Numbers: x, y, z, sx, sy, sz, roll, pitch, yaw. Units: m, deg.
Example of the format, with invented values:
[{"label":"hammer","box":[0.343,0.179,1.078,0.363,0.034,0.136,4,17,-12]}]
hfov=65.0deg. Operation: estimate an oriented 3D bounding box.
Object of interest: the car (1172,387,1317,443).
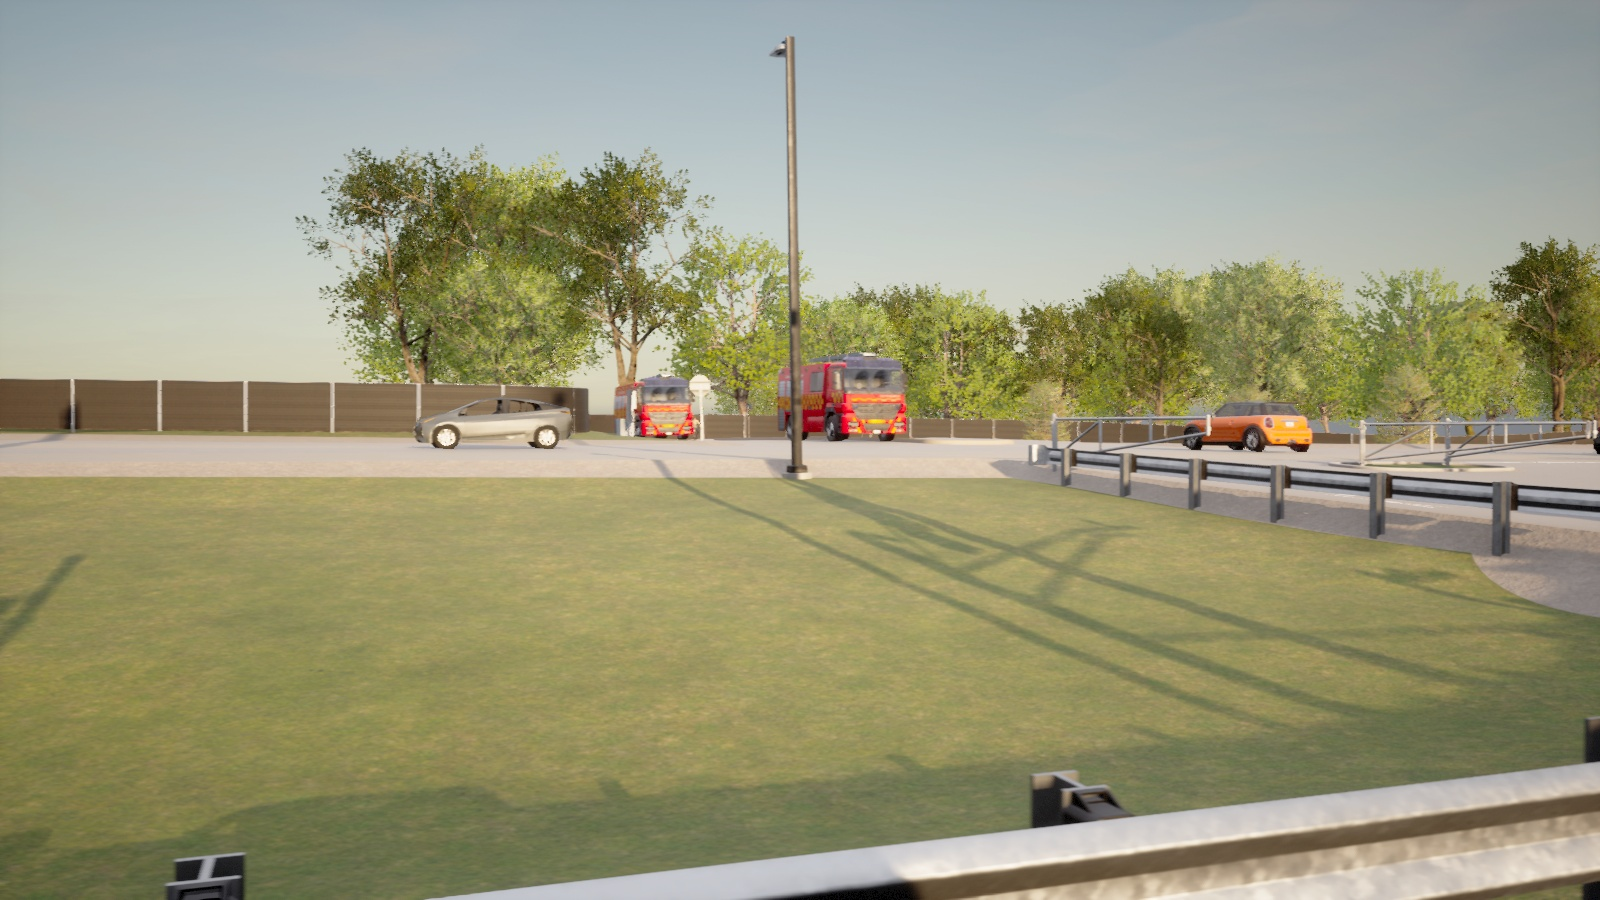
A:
[{"label":"car","box":[14.847,-1.155,42.224,2.097,1.767,4.553,-1,1,-21]}]

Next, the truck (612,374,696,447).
[{"label":"truck","box":[-8.516,-2.185,72.315,2.891,3.827,8.468,-2,1,-19]}]

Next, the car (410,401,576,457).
[{"label":"car","box":[-9.036,-0.629,36.867,4.514,1.525,2.007,-1,1,-20]}]

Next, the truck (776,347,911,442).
[{"label":"truck","box":[1.721,-2.331,55.259,2.891,3.827,8.468,-2,1,-20]}]
